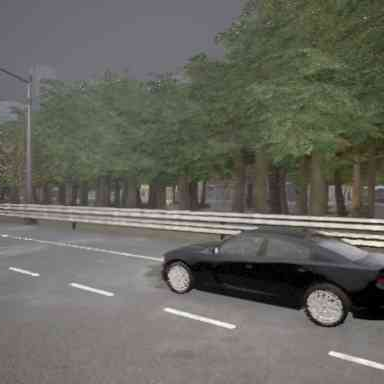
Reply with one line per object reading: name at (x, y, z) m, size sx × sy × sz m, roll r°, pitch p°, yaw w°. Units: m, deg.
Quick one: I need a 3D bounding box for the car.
car at (1.553, 1.496, 7.061) m, size 5.008 × 1.535 × 1.882 m, roll 0°, pitch 0°, yaw 36°
